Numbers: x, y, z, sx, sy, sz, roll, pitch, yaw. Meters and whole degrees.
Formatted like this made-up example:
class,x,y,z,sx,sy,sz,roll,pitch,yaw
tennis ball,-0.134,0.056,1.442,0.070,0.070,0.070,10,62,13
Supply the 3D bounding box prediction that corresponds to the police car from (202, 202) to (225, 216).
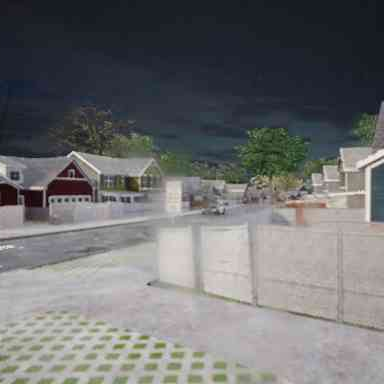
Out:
class,x,y,z,sx,sy,sz,roll,pitch,yaw
police car,2.670,2.103,41.029,2.038,1.542,4.974,1,-1,19
